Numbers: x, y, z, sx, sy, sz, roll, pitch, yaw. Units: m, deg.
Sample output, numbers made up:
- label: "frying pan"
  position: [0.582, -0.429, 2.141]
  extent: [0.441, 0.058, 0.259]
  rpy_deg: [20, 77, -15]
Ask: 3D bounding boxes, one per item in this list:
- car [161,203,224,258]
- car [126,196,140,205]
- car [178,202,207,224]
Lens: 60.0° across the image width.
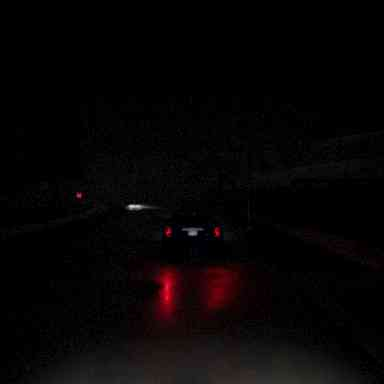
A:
- label: "car"
  position: [0.046, 1.345, 12.845]
  extent: [2.097, 1.767, 4.553]
  rpy_deg: [0, 0, 1]
- label: "car"
  position: [-10.185, 1.462, 57.376]
  extent: [2.128, 1.511, 4.902]
  rpy_deg: [0, 0, -21]
- label: "car"
  position: [-0.091, 1.535, 25.792]
  extent: [2.033, 1.411, 5.357]
  rpy_deg: [0, 0, -2]
